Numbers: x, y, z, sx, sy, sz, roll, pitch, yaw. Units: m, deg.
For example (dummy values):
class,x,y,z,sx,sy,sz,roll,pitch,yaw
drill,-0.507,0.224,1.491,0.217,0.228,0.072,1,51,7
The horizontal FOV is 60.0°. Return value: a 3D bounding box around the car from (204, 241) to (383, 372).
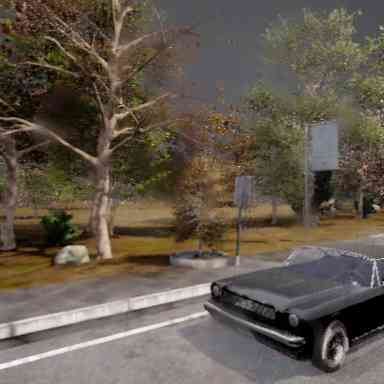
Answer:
class,x,y,z,sx,sy,sz,roll,pitch,yaw
car,2.535,1.616,5.780,4.718,1.301,1.895,0,0,-35
